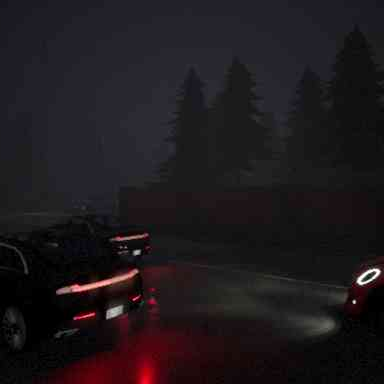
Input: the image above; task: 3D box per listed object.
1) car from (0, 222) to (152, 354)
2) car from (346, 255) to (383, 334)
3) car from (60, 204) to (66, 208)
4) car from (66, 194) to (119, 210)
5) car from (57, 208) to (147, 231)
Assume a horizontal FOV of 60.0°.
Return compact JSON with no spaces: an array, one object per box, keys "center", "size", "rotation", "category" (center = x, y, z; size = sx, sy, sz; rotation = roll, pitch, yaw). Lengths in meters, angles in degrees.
[{"center":[-3.060,1.487,6.147],"size":[4.902,1.511,2.128],"rotation":[0,0,36],"category":"car"},{"center":[4.798,1.353,4.867],"size":[4.553,1.767,2.097],"rotation":[0,0,36],"category":"car"},{"center":[-12.947,1.577,39.131],"size":[1.895,1.301,4.718],"rotation":[0,0,35],"category":"car"},{"center":[-10.526,1.201,36.578],"size":[2.150,2.045,5.566],"rotation":[0,0,32],"category":"car"},{"center":[-3.495,1.485,10.801],"size":[4.902,1.511,2.128],"rotation":[0,0,37],"category":"car"}]
